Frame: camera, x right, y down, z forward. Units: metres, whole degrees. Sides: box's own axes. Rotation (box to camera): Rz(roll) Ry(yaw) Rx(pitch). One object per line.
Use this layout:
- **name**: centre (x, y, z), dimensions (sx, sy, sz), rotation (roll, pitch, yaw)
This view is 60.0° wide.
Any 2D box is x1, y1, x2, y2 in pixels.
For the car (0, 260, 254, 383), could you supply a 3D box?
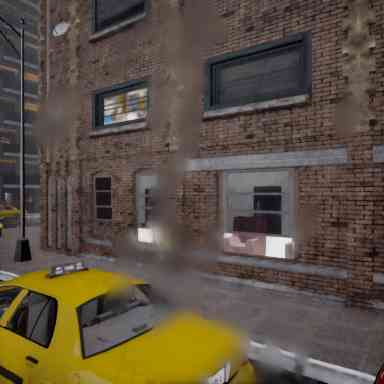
- **car**: centre (-1.681, 1.525, 4.077), dimensions (4.829, 1.417, 1.752), rotation (0, 0, 36)

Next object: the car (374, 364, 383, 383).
- **car**: centre (3.083, 1.315, 0.678), dimensions (5.009, 1.841, 2.192), rotation (0, 0, 36)

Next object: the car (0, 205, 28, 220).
- **car**: centre (-17.415, 1.837, 29.982), dimensions (1.752, 1.417, 4.829), rotation (-1, -2, 35)
